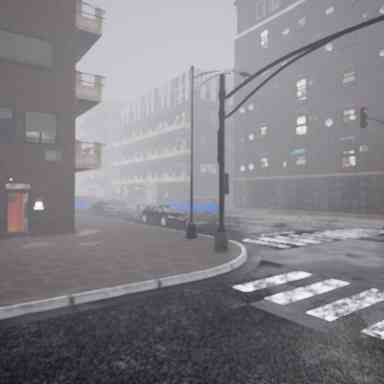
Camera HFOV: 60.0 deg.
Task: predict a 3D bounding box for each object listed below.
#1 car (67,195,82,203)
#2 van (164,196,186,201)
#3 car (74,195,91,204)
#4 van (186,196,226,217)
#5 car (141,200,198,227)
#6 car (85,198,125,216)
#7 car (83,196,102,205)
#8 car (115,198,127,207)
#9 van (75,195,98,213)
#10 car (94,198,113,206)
[{"bbox_3d":[-23.988,1.482,67.916,1.967,1.590,4.097,0,0,-35],"label":"car"},{"bbox_3d":[-1.725,1.321,35.700,1.690,1.788,3.998,0,0,-35],"label":"van"},{"bbox_3d":[-20.808,1.474,63.313,1.967,1.590,4.097,0,0,-35],"label":"car"},{"bbox_3d":[1.455,1.312,31.098,1.690,1.788,3.998,0,0,-35],"label":"van"},{"bbox_3d":[-1.847,1.465,22.015,2.008,1.369,4.403,0,0,-35],"label":"car"},{"bbox_3d":[-8.209,1.516,31.220,1.802,1.307,4.206,0,0,-35],"label":"car"},{"bbox_3d":[-17.627,1.466,58.711,1.967,1.590,4.097,0,0,-35],"label":"car"},{"bbox_3d":[-11.267,1.553,49.507,1.887,1.381,4.507,0,0,-35],"label":"car"},{"bbox_3d":[-11.389,1.285,35.823,1.690,1.788,3.998,0,0,-35],"label":"van"},{"bbox_3d":[-14.447,1.599,54.108,1.802,1.307,4.206,0,0,-35],"label":"car"}]
